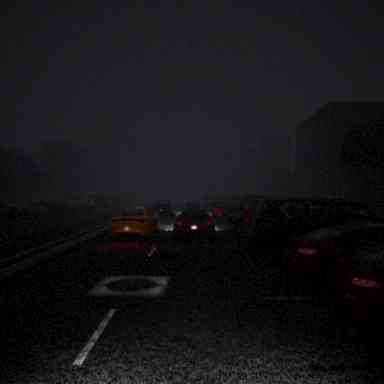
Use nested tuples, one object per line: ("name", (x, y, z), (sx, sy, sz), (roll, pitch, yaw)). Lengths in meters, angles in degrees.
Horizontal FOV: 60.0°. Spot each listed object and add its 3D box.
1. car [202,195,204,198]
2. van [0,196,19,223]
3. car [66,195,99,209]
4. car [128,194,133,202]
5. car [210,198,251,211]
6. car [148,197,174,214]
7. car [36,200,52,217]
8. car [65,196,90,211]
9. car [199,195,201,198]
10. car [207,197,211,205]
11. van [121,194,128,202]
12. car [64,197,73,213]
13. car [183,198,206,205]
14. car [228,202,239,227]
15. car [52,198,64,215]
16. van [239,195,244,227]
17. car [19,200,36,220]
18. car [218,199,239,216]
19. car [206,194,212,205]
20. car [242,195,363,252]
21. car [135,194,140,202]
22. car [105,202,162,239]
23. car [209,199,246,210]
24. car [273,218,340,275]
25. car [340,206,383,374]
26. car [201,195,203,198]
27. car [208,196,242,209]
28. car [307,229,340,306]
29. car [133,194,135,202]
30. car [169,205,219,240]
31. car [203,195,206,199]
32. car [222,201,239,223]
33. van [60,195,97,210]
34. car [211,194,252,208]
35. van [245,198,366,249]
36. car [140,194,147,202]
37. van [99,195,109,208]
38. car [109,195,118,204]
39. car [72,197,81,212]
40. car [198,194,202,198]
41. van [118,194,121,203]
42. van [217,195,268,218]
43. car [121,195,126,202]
("car", (4.704, 1.654, 55.638), (5.008, 1.535, 2.097), (0, 0, 0))
("van", (-15.363, 1.287, 23.994), (4.442, 1.987, 1.878), (0, 0, 0))
("car", (-15.525, 1.347, 43.170), (5.566, 2.045, 2.435), (0, 0, 0))
("car", (-15.545, 1.528, 67.987), (5.566, 2.045, 2.435), (0, 0, 0))
("car", (4.703, 1.569, 41.745), (4.892, 1.521, 2.231), (0, 0, 0))
("car", (-2.903, 1.528, 33.566), (1.882, 1.535, 5.008), (0, 0, 0))
("car", (-15.670, 1.529, 29.385), (5.366, 1.575, 1.946), (0, 0, 0))
("car", (-15.499, 1.582, 40.413), (5.008, 1.535, 2.097), (0, 0, 0))
("car", (4.702, 1.797, 75.095), (4.892, 1.521, 2.231), (0, 0, 0))
("car", (4.524, 1.527, 33.409), (5.366, 1.575, 1.946), (0, 0, 0))
("van", (-15.398, 1.531, 65.229), (4.442, 1.987, 1.878), (0, 0, 0))
("car", (-15.519, 1.584, 34.899), (4.792, 1.488, 2.163), (0, 0, 0))
("car", (0.096, 1.610, 32.483), (1.994, 1.385, 4.181), (0, 0, 0))
("car", (4.707, 1.529, 19.639), (4.674, 1.452, 2.002), (0, 0, 0))
("car", (-15.481, 1.544, 32.141), (4.892, 1.521, 2.231), (0, 0, 0))
("van", (4.826, 1.259, 16.735), (4.442, 1.987, 1.878), (0, 0, 0))
("car", (-15.480, 1.561, 26.626), (4.674, 1.452, 2.002), (0, 0, 0))
("car", (4.703, 1.503, 25.071), (4.892, 1.521, 2.231), (0, 0, 0))
("car", (4.681, 1.289, 36.188), (5.566, 2.045, 2.435), (0, 0, 0))
("car", (4.738, 1.227, 11.177), (5.566, 2.045, 2.435), (0, 0, 0))
("car", (-15.551, 1.590, 76.262), (5.566, 2.045, 2.435), (0, 0, 0))
("car", (-2.903, 1.483, 17.301), (1.882, 1.535, 5.008), (0, 0, 0))
("car", (4.706, 1.622, 44.523), (4.674, 1.452, 2.002), (0, 0, 0))
("car", (4.707, 1.517, 8.398), (4.674, 1.452, 2.002), (0, 0, 0))
("car", (4.681, 1.227, 2.965), (5.566, 2.045, 2.435), (0, 0, 0))
("car", (4.703, 1.694, 61.198), (5.008, 1.535, 2.097), (0, 0, 0))
("car", (4.678, 1.473, 47.304), (4.553, 1.767, 2.185), (0, 0, 0))
("car", (4.707, 1.517, 5.683), (4.674, 1.452, 2.002), (0, 0, 0))
("car", (-15.552, 1.696, 73.626), (4.553, 1.767, 2.185), (0, 0, 0))
("car", (0.096, 1.569, 16.982), (1.994, 1.385, 4.181), (0, 0, 0))
("car", (4.715, 1.635, 52.861), (4.892, 1.521, 2.231), (0, 0, 0))
("car", (4.680, 1.524, 22.293), (4.792, 1.488, 2.163), (0, 0, 0))
("van", (-15.615, 1.389, 45.928), (4.442, 1.987, 1.878), (0, 0, 0))
("car", (4.681, 1.258, 27.853), (5.566, 2.045, 2.435), (0, 0, 0))
("van", (4.593, 1.254, 13.957), (4.442, 1.987, 1.878), (0, 0, 0))
("car", (-15.505, 1.957, 90.048), (4.792, 1.488, 2.163), (0, 0, 0))
("van", (-15.620, 1.425, 51.441), (4.442, 1.987, 1.878), (0, 0, 0))
("car", (-15.320, 1.668, 54.198), (5.366, 1.575, 1.946), (0, 0, 0))
("car", (-15.494, 1.608, 37.655), (4.674, 1.452, 2.002), (0, 0, 0))
("car", (4.680, 1.638, 88.995), (5.566, 2.045, 2.435), (0, 0, 0))
("van", (-15.626, 1.487, 59.714), (4.442, 1.987, 1.878), (0, 0, 0))
("van", (4.593, 1.293, 30.630), (4.442, 1.987, 1.878), (0, 0, 0))
("car", (-15.517, 1.735, 62.470), (5.008, 1.535, 2.097), (0, 0, 0))
